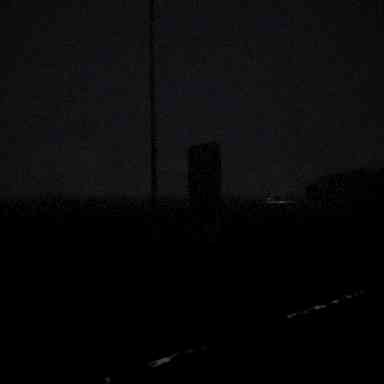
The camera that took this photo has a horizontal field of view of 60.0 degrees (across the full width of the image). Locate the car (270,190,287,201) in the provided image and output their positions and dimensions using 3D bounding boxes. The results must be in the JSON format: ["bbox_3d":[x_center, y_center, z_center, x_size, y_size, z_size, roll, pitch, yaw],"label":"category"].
[{"bbox_3d":[12.886,0.553,50.251,1.882,1.535,5.008,-1,1,12],"label":"car"}]
